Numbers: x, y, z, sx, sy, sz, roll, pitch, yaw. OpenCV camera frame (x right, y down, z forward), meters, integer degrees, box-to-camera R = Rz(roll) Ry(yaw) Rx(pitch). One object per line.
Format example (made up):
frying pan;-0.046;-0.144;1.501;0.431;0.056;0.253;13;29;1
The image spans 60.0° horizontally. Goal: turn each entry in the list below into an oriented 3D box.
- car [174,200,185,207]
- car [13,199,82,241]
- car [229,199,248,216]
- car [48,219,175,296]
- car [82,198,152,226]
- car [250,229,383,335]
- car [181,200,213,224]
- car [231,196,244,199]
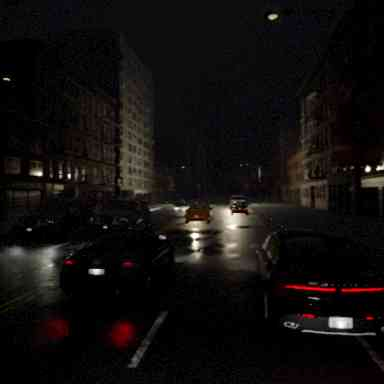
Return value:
car;-1.881;2.030;59.041;1.994;1.385;4.181;-1;0;8
car;-7.262;1.423;18.293;2.150;2.045;5.566;-1;0;7
car;5.058;1.767;35.749;2.033;1.411;5.357;-1;0;7
car;-1.731;1.646;8.937;1.994;1.385;4.181;-1;0;7
car;-3.887;1.397;19.041;2.150;2.045;5.566;-1;0;7
car;2.325;1.534;6.903;1.837;1.490;4.892;-1;0;7
car;0.662;1.672;27.147;1.882;1.535;5.008;-1;0;7
car;6.363;1.512;46.370;2.150;2.045;5.566;-1;0;8
